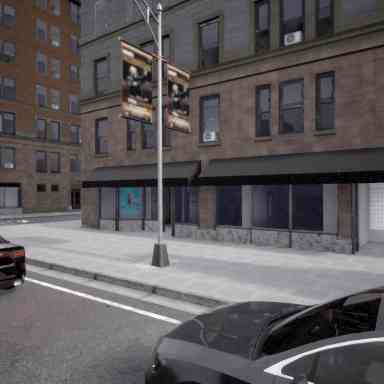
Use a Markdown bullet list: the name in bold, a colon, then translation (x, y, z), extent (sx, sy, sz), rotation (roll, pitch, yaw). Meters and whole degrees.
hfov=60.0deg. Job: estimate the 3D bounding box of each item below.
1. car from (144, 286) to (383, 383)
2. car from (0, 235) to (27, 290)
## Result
- **car**: translation (1.805, 1.505, 2.400), extent (4.892, 1.490, 1.837), rotation (0, 0, 35)
- **car**: translation (-5.930, 1.478, 7.890), extent (5.008, 1.535, 1.882), rotation (0, 0, 35)
